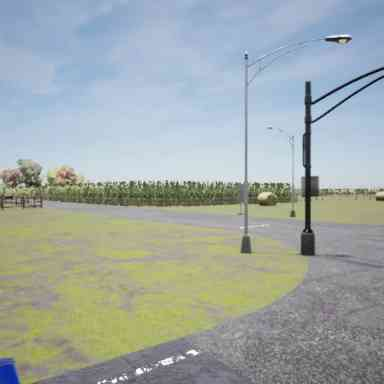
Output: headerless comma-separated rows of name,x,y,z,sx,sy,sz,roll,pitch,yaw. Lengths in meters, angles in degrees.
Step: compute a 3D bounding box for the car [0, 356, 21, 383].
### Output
car,-2.936,1.602,0.832,4.718,1.301,1.895,0,0,-35
